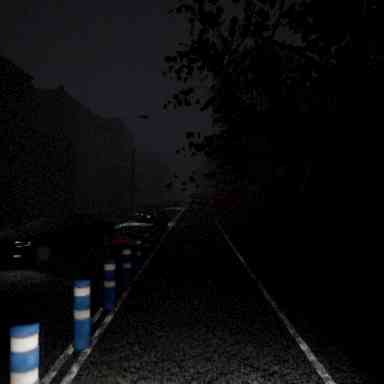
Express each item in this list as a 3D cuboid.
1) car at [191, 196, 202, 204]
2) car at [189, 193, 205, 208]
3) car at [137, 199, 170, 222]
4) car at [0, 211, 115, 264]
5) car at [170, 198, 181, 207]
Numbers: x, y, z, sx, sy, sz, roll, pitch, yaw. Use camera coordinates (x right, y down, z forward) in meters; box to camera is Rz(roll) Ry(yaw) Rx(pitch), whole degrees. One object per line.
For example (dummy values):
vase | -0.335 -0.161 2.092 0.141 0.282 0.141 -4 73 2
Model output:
car | 0.873 1.461 62.020 2.033 1.411 5.357 0 0 1
car | 0.692 1.190 46.699 2.150 2.045 5.566 0 0 1
car | -3.125 1.508 26.581 1.837 1.490 4.892 0 1 1
car | -4.883 1.500 12.287 1.882 1.535 5.008 0 0 23
car | -2.668 1.561 49.033 1.895 1.301 4.718 0 0 2
